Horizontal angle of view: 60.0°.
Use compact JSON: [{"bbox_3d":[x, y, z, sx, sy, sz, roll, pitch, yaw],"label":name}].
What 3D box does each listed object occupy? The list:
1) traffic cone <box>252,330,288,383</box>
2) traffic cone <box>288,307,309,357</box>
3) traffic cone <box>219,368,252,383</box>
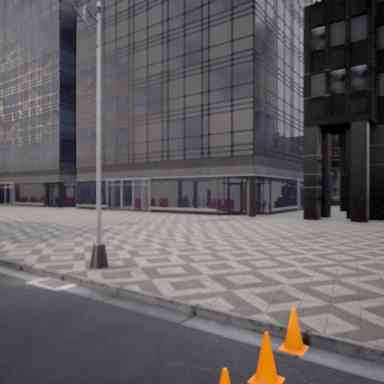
[{"bbox_3d":[0.883,1.955,3.946,0.340,0.580,0.340,0,0,35],"label":"traffic cone"},{"bbox_3d":[1.458,1.955,4.765,0.340,0.580,0.340,0,0,35],"label":"traffic cone"},{"bbox_3d":[0.308,1.955,3.128,0.340,0.580,0.340,0,0,35],"label":"traffic cone"}]
